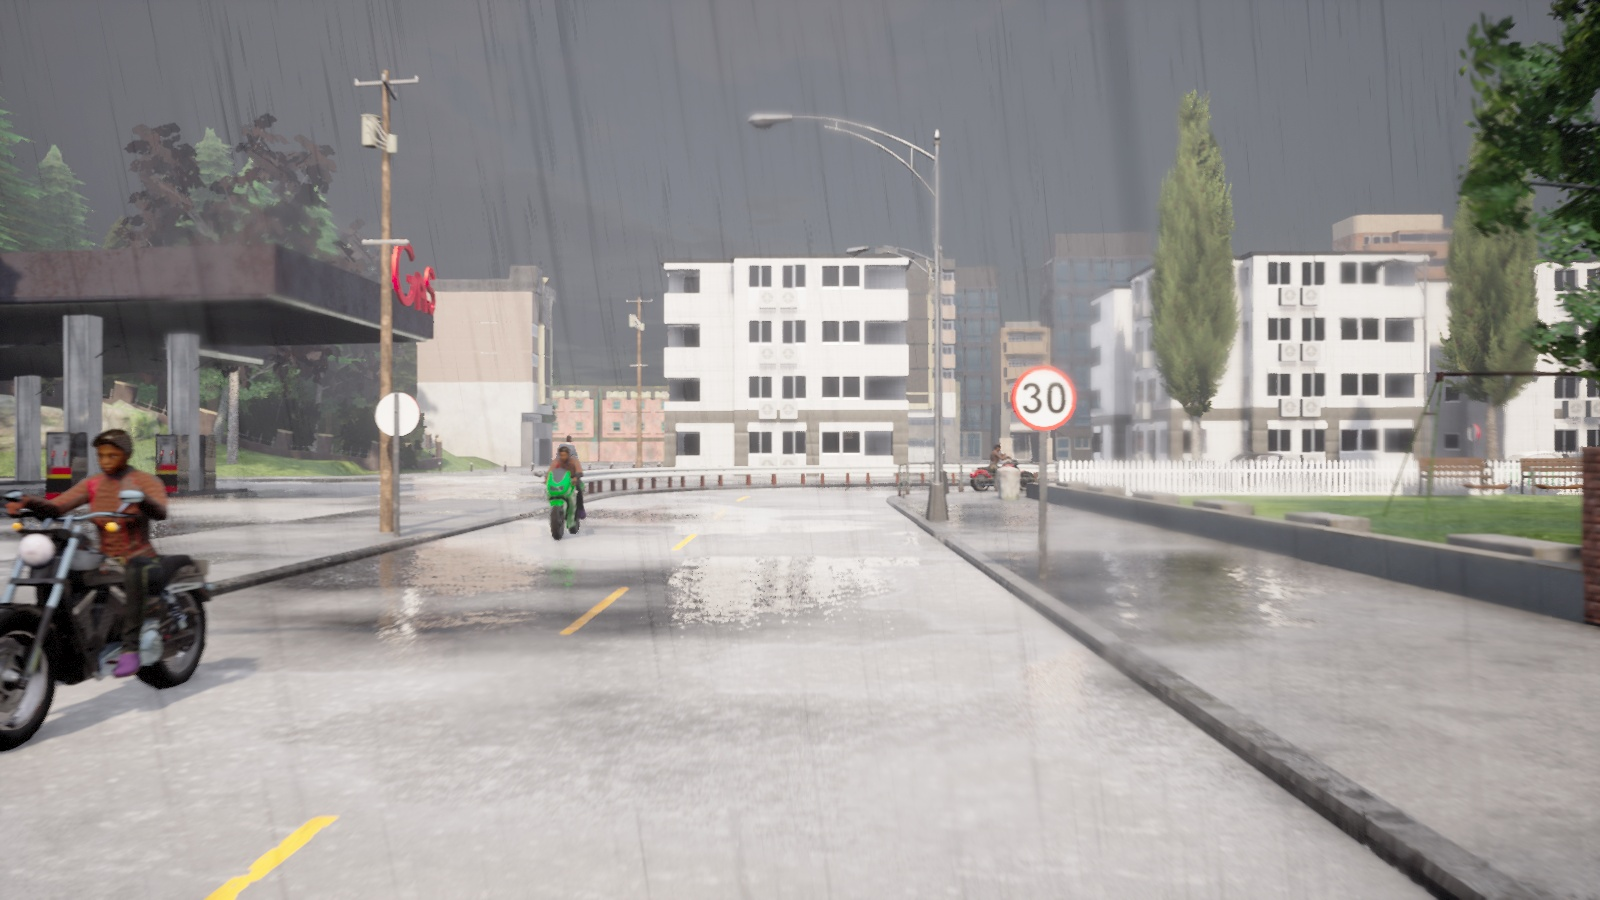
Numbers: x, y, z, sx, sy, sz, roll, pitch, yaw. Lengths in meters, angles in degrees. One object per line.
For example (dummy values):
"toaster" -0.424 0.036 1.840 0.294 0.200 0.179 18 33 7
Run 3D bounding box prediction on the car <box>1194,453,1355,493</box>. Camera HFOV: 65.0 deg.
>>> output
"car" 15.912 0.772 42.257 4.718 1.301 1.895 0 0 1

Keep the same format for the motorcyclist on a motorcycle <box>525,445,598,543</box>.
"motorcyclist on a motorcycle" -3.868 0.683 20.519 0.797 1.523 2.044 0 0 0

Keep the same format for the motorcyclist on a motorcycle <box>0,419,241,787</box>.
"motorcyclist on a motorcycle" -3.946 0.680 6.806 0.766 1.649 2.350 0 0 0

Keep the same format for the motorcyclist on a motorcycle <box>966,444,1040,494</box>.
"motorcyclist on a motorcycle" 6.785 0.616 41.911 2.350 1.649 0.766 0 0 -18

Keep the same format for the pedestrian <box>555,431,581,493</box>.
"pedestrian" -7.345 0.368 39.735 0.423 1.949 0.788 0 0 26

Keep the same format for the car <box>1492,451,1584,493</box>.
"car" 24.766 0.734 42.166 2.207 1.376 1.481 0 0 0
